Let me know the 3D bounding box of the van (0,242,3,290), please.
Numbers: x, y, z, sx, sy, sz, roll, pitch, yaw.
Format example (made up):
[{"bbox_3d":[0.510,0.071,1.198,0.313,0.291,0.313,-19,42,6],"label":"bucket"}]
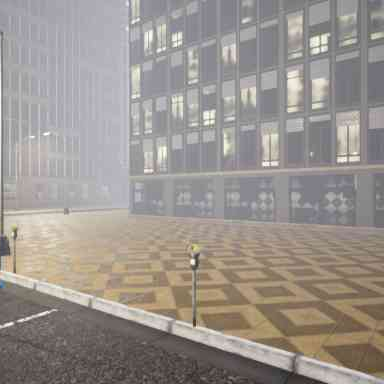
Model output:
[{"bbox_3d":[-5.649,1.337,7.020,3.998,1.788,1.690,0,0,36],"label":"van"}]
